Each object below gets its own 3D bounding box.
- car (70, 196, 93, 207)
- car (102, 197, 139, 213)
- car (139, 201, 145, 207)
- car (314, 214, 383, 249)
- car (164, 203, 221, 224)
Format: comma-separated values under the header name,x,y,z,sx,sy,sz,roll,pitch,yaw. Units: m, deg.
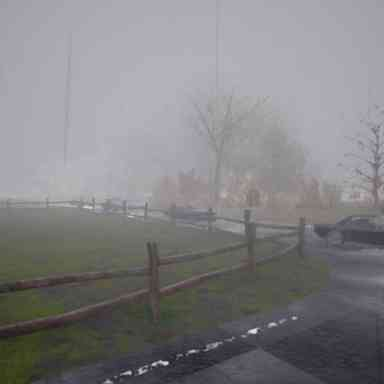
name,x,y,z,sx,sy,sz,roll,pitch,yaw
car,-14.788,1.239,44.377,2.033,1.411,5.357,0,1,-35
car,-7.759,1.278,34.424,2.128,1.511,4.902,0,1,-35
car,-7.415,1.339,39.026,1.895,1.301,4.718,0,1,-35
car,7.408,1.580,13.085,1.895,1.301,4.718,0,1,-35
car,-0.065,1.487,23.596,1.895,1.301,4.718,0,1,-35
